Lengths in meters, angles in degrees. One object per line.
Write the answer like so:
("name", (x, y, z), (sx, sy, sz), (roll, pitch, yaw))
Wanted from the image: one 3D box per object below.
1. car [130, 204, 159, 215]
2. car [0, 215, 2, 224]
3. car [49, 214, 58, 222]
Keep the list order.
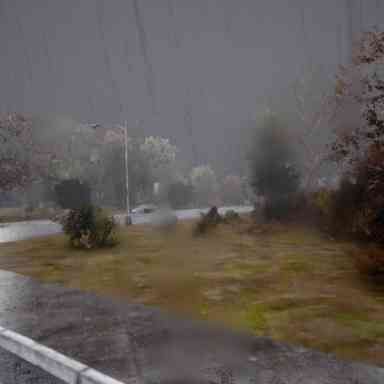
("car", (-6.694, 2.508, 47.384), (2.128, 1.511, 4.902), (-3, -2, 33))
("car", (-18.934, 2.442, 28.379), (1.837, 1.490, 4.892), (-3, -2, 35))
("car", (-13.491, 2.520, 36.689), (1.994, 1.385, 4.181), (-3, -2, 32))
